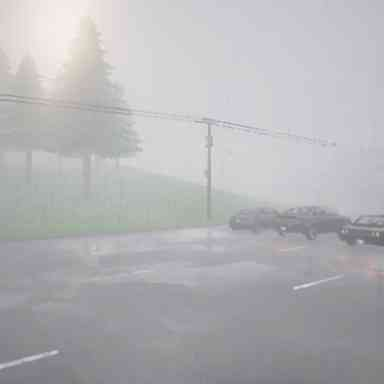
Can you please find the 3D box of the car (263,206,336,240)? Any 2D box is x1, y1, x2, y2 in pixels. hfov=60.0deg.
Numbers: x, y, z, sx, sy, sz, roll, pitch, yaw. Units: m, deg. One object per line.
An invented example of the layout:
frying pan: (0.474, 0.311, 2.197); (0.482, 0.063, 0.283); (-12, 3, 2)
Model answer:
car: (6.236, 1.492, 16.916); (4.902, 1.511, 2.128); (0, 0, -35)

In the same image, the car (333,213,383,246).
car: (8.293, 1.613, 14.084); (4.718, 1.301, 1.895); (0, 0, -35)

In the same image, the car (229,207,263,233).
car: (4.204, 1.569, 19.765); (4.181, 1.385, 1.994); (0, 0, -35)
